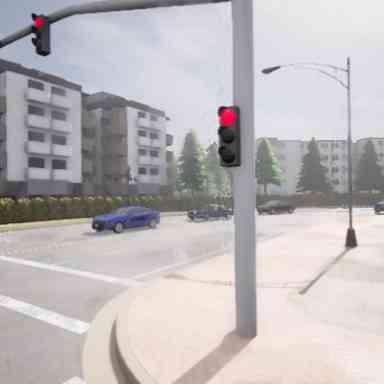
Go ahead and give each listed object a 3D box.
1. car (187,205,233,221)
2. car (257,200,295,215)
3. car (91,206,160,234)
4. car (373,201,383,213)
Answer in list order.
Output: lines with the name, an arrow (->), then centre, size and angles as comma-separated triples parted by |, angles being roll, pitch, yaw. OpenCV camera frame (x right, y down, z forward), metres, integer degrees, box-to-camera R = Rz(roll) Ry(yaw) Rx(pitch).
car -> 1.630, 1.804, 29.289 | 1.895, 1.301, 4.718 | -1, -1, 39
car -> 9.222, 1.656, 36.545 | 5.008, 1.535, 1.882 | 0, -1, -36
car -> -4.127, 1.681, 21.293 | 1.882, 1.535, 5.008 | -1, -1, 34
car -> 21.485, 1.566, 35.553 | 4.674, 1.442, 1.812 | 0, -1, -24
